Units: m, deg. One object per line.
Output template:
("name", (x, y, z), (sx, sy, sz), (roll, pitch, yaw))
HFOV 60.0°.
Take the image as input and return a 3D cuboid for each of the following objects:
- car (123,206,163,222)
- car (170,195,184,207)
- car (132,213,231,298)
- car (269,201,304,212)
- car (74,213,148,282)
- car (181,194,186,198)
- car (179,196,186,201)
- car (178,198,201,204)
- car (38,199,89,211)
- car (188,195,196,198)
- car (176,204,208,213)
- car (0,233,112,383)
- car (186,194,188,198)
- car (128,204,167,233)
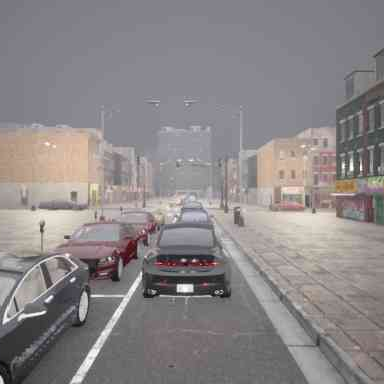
("car", (-2.623, 1.554, 15.325), (1.887, 1.381, 4.507), (0, 0, 0))
("car", (-2.599, 1.609, 52.606), (1.752, 1.417, 4.829), (0, 0, 0))
("car", (-0.071, 1.508, 8.492), (1.837, 1.490, 4.892), (0, 0, 1))
("car", (11.601, 1.762, 41.001), (4.181, 1.385, 1.994), (1, 0, 1))
("car", (-2.626, 1.549, 9.830), (1.887, 1.381, 4.507), (0, 0, 0))
("car", (-2.594, 1.414, 58.220), (2.192, 1.841, 5.009), (0, 0, 0))
("car", (-2.573, 1.762, 90.884), (1.887, 1.381, 4.507), (0, 0, 0))
("car", (0.023, 1.504, 27.379), (1.882, 1.535, 5.008), (0, 0, 0))
("car", (-14.627, 1.490, 37.948), (5.357, 1.411, 2.033), (0, 0, 2))
("car", (0.057, 1.713, 83.450), (1.812, 1.442, 4.674), (0, 0, 0))
("car", (0.104, 1.536, 16.134), (1.812, 1.442, 4.674), (0, 0, 0))
("car", (-2.630, 1.552, 4.336), (2.008, 1.369, 4.403), (0, 0, 0))
("car", (-2.581, 1.699, 79.825), (1.752, 1.417, 4.829), (0, 0, 0))
("car", (-2.619, 1.541, 20.648), (1.752, 1.417, 4.829), (0, 0, 0))
